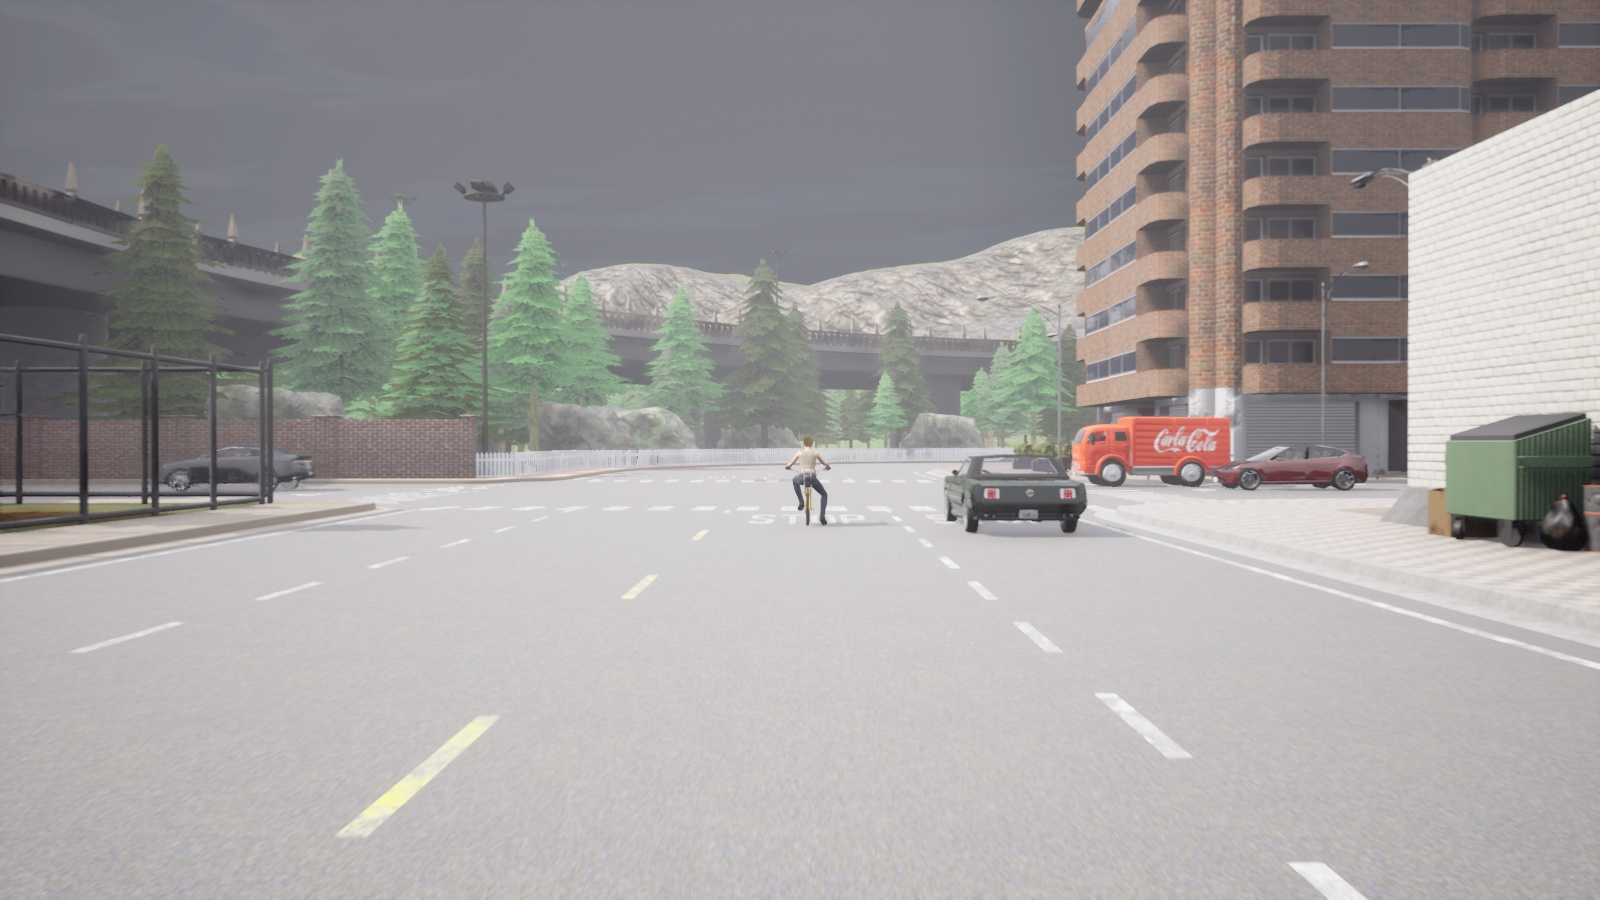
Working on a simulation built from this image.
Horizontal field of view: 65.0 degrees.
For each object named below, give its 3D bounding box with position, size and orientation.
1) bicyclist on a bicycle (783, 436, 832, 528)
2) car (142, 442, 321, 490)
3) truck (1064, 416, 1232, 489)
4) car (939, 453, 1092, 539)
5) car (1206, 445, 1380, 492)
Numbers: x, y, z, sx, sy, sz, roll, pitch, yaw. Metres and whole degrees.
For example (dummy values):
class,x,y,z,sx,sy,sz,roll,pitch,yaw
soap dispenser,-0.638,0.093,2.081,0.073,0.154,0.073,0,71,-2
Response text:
class,x,y,z,sx,sy,sz,roll,pitch,yaw
bicyclist on a bicycle,0.144,0.555,22.809,0.866,1.612,1.509,0,0,1
car,-18.551,0.511,41.112,4.902,1.511,2.128,0,0,1
truck,12.222,0.077,44.379,5.204,2.467,2.627,0,0,0
car,3.640,0.726,22.008,1.895,1.301,4.718,0,0,0
car,15.966,0.584,40.850,4.792,1.488,2.163,0,0,0
